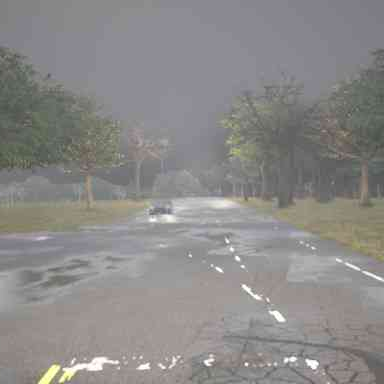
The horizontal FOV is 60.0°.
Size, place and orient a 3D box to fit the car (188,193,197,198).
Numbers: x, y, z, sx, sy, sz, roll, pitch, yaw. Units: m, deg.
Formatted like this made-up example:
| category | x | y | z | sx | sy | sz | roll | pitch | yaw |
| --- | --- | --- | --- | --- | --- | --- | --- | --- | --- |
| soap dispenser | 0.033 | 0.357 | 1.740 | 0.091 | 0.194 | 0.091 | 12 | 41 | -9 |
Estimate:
| category | x | y | z | sx | sy | sz | roll | pitch | yaw |
| --- | --- | --- | --- | --- | --- | --- | --- | --- | --- |
| car | 0.189 | 1.071 | 92.753 | 2.033 | 1.411 | 5.357 | -1 | 0 | 9 |

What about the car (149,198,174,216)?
| category | x | y | z | sx | sy | sz | roll | pitch | yaw |
| --- | --- | --- | --- | --- | --- | --- | --- | --- | --- |
| car | -3.062 | 1.443 | 33.961 | 2.097 | 1.767 | 4.553 | -1 | 1 | 1 |
